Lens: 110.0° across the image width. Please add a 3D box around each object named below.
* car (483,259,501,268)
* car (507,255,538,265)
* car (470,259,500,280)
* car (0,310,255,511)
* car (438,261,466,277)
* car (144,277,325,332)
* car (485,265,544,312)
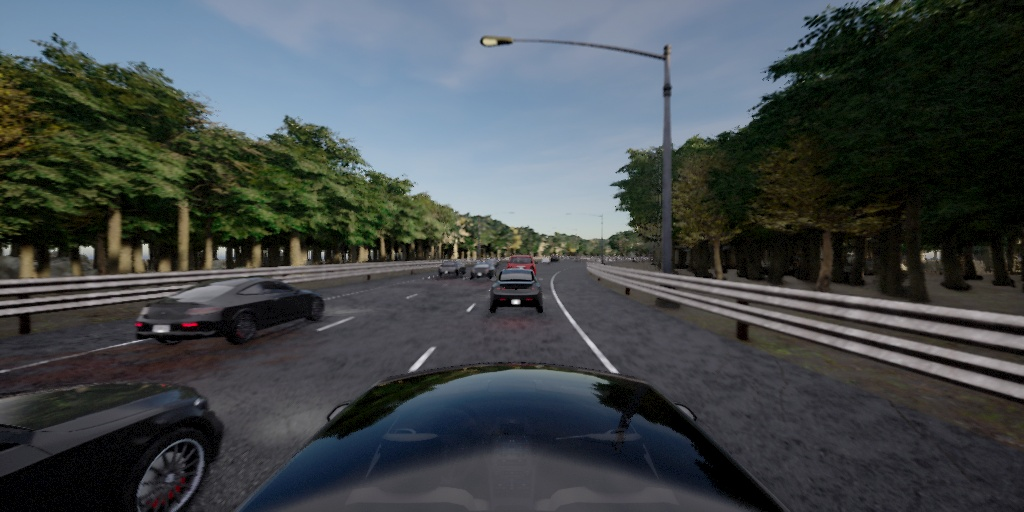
[{"bbox_3d":[-3.262,1.265,59.843,2.033,1.411,5.357,0,0,8],"label":"car"},{"bbox_3d":[0.787,0.978,27.654,2.150,2.045,5.566,0,0,3],"label":"car"},{"bbox_3d":[-2.414,1.277,30.994,1.812,1.442,4.674,0,0,4],"label":"car"},{"bbox_3d":[-3.403,1.268,1.110,1.812,1.442,4.674,0,0,0],"label":"car"},{"bbox_3d":[-5.703,1.238,34.698,2.128,1.511,4.902,0,0,5],"label":"car"},{"bbox_3d":[-6.853,1.263,9.364,1.812,1.442,4.674,0,0,1],"label":"car"},{"bbox_3d":[0.200,1.258,14.202,1.837,1.490,4.892,0,0,2],"label":"car"}]
